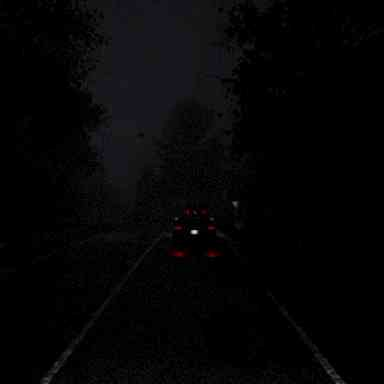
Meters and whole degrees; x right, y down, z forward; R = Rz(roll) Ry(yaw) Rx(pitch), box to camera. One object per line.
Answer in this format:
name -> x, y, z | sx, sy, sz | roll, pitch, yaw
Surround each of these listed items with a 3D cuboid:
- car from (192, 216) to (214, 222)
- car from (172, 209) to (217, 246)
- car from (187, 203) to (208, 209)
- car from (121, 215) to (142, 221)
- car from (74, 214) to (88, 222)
car -> 2.437, 6.216, 76.584 | 4.718, 1.301, 1.895 | -1, -5, 20
car -> 0.102, 1.715, 16.031 | 1.994, 1.385, 4.181 | 0, -2, 0
car -> 0.571, 2.143, 31.844 | 2.150, 2.045, 5.566 | 0, -4, 5
car -> -13.460, 5.787, 73.893 | 5.008, 1.535, 1.882 | 2, -5, -37
car -> -19.127, 4.562, 57.473 | 1.837, 1.490, 4.892 | 0, -5, -10
